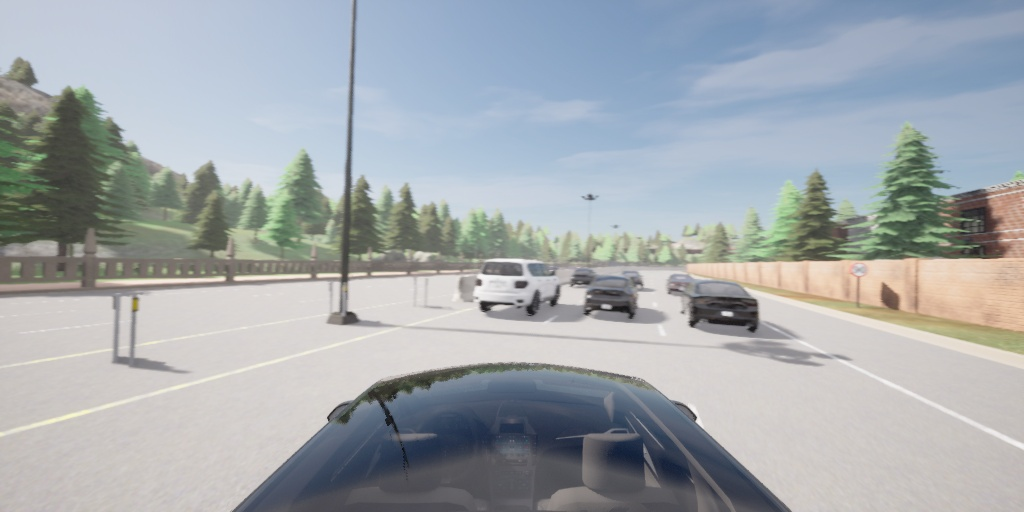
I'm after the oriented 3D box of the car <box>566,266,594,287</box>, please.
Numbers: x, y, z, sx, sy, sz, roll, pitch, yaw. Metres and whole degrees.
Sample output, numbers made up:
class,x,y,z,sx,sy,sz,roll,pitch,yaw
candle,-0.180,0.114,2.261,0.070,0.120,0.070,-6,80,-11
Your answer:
class,x,y,z,sx,sy,sz,roll,pitch,yaw
car,6.103,1.813,29.755,1.837,1.490,4.892,1,0,22

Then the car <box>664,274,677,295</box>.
class,x,y,z,sx,sy,sz,roll,pitch,yaw
car,11.822,1.957,25.192,2.033,1.411,5.357,1,-1,21

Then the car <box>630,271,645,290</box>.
class,x,y,z,sx,sy,sz,roll,pitch,yaw
car,9.610,1.924,29.105,1.812,1.442,4.674,1,-1,22

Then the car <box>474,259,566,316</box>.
class,x,y,z,sx,sy,sz,roll,pitch,yaw
car,0.436,1.163,14.799,2.150,2.045,5.566,1,-1,21

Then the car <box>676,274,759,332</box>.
class,x,y,z,sx,sy,sz,roll,pitch,yaw
car,7.123,1.582,12.710,1.882,1.535,5.008,1,-1,21

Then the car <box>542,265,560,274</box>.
class,x,y,z,sx,sy,sz,roll,pitch,yaw
car,6.651,2.309,60.712,1.994,1.385,4.181,1,-1,22

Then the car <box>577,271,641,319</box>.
class,x,y,z,sx,sy,sz,roll,pitch,yaw
car,4.140,1.552,14.704,1.837,1.490,4.892,1,0,21

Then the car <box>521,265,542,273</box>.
class,x,y,z,sx,sy,sz,roll,pitch,yaw
car,3.376,2.215,61.900,2.033,1.411,5.357,1,-1,22
